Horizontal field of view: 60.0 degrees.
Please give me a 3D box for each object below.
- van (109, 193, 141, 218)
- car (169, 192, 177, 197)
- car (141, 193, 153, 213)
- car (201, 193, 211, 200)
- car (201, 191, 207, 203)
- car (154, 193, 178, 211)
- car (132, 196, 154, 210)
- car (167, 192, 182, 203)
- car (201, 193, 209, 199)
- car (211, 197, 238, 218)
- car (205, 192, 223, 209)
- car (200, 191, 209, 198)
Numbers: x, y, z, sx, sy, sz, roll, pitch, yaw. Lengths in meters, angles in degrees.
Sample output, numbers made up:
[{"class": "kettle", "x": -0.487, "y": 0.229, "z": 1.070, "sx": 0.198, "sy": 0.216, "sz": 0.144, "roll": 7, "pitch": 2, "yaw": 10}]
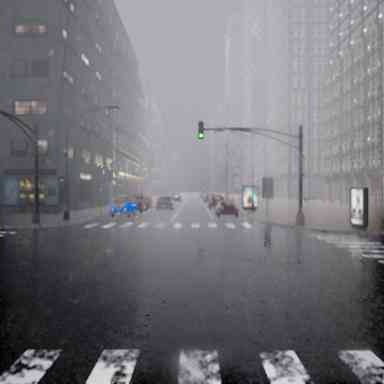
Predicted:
[{"class": "van", "x": -5.578, "y": 1.096, "z": 27.255, "sx": 1.690, "sy": 1.788, "sz": 3.998, "roll": 0, "pitch": 1, "yaw": 0}, {"class": "car", "x": -5.331, "y": 0.765, "z": 93.585, "sx": 1.947, "sy": 1.339, "sz": 4.313, "roll": 0, "pitch": 0, "yaw": 0}, {"class": "car", "x": -5.557, "y": 1.021, "z": 32.782, "sx": 2.192, "sy": 1.841, "sz": 5.009, "roll": 0, "pitch": 1, "yaw": 0}, {"class": "car", "x": 2.967, "y": 0.921, "z": 71.444, "sx": 1.887, "sy": 1.381, "sz": 4.507, "roll": 0, "pitch": 0, "yaw": 0}, {"class": "car", "x": 2.906, "y": 0.953, "z": 54.860, "sx": 1.967, "sy": 1.590, "sz": 4.097, "roll": 0, "pitch": 0, "yaw": 0}, {"class": "car", "x": -2.865, "y": 1.214, "z": 35.565, "sx": 1.837, "sy": 1.490, "sz": 4.892, "roll": 0, "pitch": 1, "yaw": 0}, {"class": "car", "x": -5.538, "y": 1.202, "z": 38.312, "sx": 1.887, "sy": 1.381, "sz": 4.507, "roll": 0, "pitch": 1, "yaw": 0}, {"class": "car", "x": -2.788, "y": 1.025, "z": 56.059, "sx": 1.994, "sy": 1.385, "sz": 4.181, "roll": 0, "pitch": 1, "yaw": 0}, {"class": "car", "x": 2.987, "y": 0.913, "z": 76.971, "sx": 1.802, "sy": 1.307, "sz": 4.206, "roll": 0, "pitch": 0, "yaw": 0}, {"class": "car", "x": 2.801, "y": 1.335, "z": 27.224, "sx": 1.802, "sy": 1.307, "sz": 4.206, "roll": 0, "pitch": 1, "yaw": 0}, {"class": "car", "x": 2.844, "y": 1.096, "z": 38.279, "sx": 1.967, "sy": 1.590, "sz": 4.097, "roll": 0, "pitch": 1, "yaw": 0}, {"class": "car", "x": 3.010, "y": 0.601, "z": 82.496, "sx": 2.192, "sy": 1.841, "sz": 5.009, "roll": 0, "pitch": 0, "yaw": 0}]
